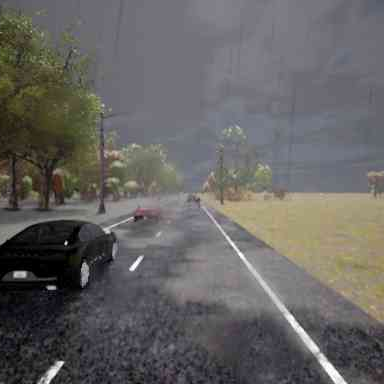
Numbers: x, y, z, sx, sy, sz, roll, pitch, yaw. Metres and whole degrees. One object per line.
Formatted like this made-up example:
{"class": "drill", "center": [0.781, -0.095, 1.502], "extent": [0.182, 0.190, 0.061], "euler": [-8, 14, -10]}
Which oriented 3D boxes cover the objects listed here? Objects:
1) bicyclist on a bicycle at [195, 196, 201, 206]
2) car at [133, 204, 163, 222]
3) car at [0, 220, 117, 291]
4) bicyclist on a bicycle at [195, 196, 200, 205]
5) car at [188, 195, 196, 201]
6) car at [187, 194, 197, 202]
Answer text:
{"class": "bicyclist on a bicycle", "center": [0.968, 1.399, 47.510], "extent": [0.659, 1.776, 1.843], "euler": [0, 0, 0]}
{"class": "car", "center": [-3.398, 1.617, 26.598], "extent": [1.895, 1.301, 4.718], "euler": [0, 0, 0]}
{"class": "car", "center": [-3.399, 1.483, 9.049], "extent": [1.882, 1.535, 5.008], "euler": [0, 0, 0]}
{"class": "bicyclist on a bicycle", "center": [0.963, 1.471, 56.868], "extent": [0.866, 1.612, 1.509], "euler": [0, 0, 0]}
{"class": "car", "center": [0.008, 1.412, 86.339], "extent": [1.837, 1.490, 4.892], "euler": [0, 0, 0]}
{"class": "car", "center": [0.008, 1.398, 74.454], "extent": [2.097, 1.767, 4.553], "euler": [0, 0, 0]}
